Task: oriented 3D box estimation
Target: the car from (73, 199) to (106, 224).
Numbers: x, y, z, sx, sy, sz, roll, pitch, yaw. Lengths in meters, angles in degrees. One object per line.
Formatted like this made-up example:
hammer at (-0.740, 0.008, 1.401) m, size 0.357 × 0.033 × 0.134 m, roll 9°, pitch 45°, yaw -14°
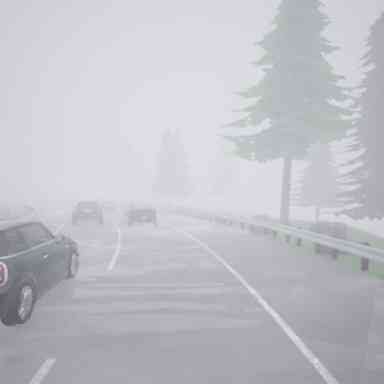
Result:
car at (-7.920, 1.392, 25.211) m, size 2.097 × 1.767 × 4.553 m, roll 0°, pitch 0°, yaw -18°

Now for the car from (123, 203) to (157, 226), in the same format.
car at (-3.797, 1.497, 23.889) m, size 1.882 × 1.535 × 5.008 m, roll 0°, pitch 0°, yaw -16°

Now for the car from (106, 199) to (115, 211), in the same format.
car at (-10.903, 1.558, 40.573) m, size 2.163 × 1.488 × 4.792 m, roll 0°, pitch 0°, yaw -29°

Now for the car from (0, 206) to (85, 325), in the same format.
car at (-4.003, 1.372, 7.215) m, size 2.097 × 1.767 × 4.553 m, roll 0°, pitch 0°, yaw -5°
